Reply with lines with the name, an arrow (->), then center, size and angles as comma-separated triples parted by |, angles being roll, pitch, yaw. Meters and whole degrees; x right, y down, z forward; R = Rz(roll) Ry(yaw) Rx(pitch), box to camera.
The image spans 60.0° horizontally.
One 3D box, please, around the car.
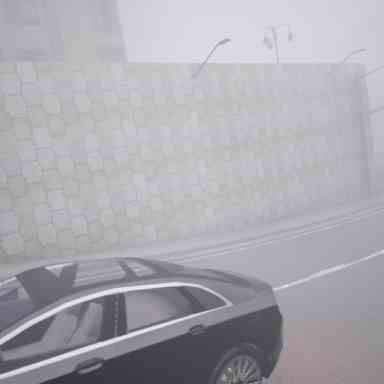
car -> -1.210, 1.488, 3.123 | 4.902, 1.511, 2.128 | 0, 0, -35
